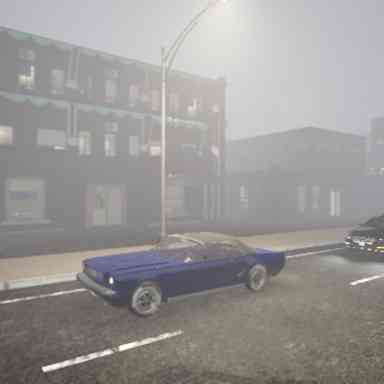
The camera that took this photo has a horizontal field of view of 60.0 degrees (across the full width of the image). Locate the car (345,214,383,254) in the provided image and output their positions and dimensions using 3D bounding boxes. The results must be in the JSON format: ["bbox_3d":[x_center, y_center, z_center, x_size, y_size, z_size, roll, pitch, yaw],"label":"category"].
[{"bbox_3d":[8.131,1.663,13.460,4.892,1.490,1.837,1,0,-35],"label":"car"}]

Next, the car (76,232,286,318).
[{"bbox_3d":[-0.075,1.648,7.623,4.718,1.301,1.895,1,0,-35],"label":"car"}]
